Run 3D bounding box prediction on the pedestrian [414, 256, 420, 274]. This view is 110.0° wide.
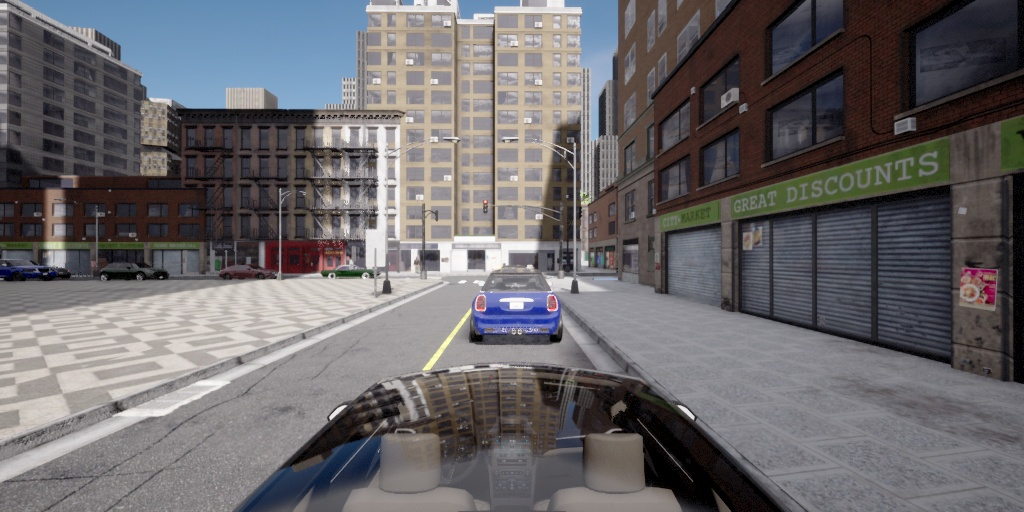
[{"bbox_3d":[-10.204,0.969,38.220,0.375,1.860,0.375,0,0,-1],"label":"pedestrian"}]

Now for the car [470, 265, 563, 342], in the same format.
[{"bbox_3d":[0.095,1.101,9.941,2.097,1.767,4.553,0,0,0],"label":"car"}]

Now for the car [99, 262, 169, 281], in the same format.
[{"bbox_3d":[-33.254,1.324,31.670,4.553,1.767,2.097,0,0,-1],"label":"car"}]

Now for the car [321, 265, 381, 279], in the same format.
[{"bbox_3d":[-14.235,1.442,31.926,4.718,1.301,1.895,0,0,-1],"label":"car"}]

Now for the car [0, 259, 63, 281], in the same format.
[{"bbox_3d":[-43.875,1.256,31.562,5.566,2.045,2.150,0,0,0],"label":"car"}]

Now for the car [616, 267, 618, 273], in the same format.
[{"bbox_3d":[12.844,1.118,35.508,4.892,1.490,1.837,-1,0,-1],"label":"car"}]

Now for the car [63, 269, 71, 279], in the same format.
[{"bbox_3d":[-45.703,1.617,34.692,4.181,1.385,1.994,0,0,-1],"label":"car"}]

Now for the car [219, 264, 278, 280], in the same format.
[{"bbox_3d":[-23.305,1.433,31.818,4.674,1.442,1.812,0,0,-1],"label":"car"}]
